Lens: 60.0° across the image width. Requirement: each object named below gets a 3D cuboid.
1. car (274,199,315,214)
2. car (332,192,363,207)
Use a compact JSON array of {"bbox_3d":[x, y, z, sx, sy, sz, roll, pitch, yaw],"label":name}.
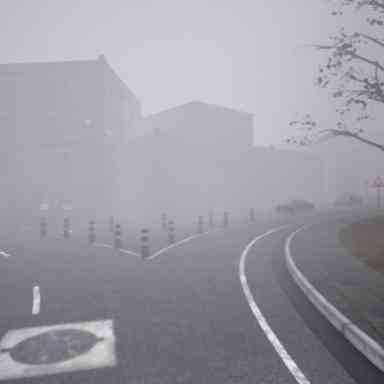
[{"bbox_3d":[10.093,1.415,32.695,4.718,1.301,1.895,-2,1,-41],"label":"car"},{"bbox_3d":[18.855,0.839,40.347,4.553,1.767,2.097,-2,1,-41],"label":"car"}]
